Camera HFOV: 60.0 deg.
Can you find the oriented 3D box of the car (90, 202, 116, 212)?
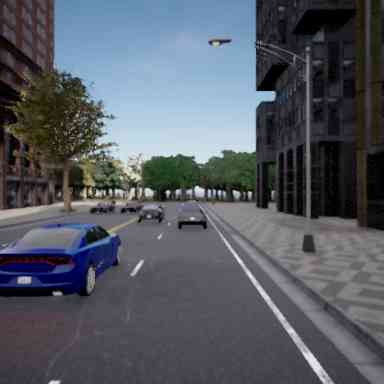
[{"bbox_3d":[-9.940,1.805,37.344,1.895,1.301,4.718,0,0,0],"label":"car"}]

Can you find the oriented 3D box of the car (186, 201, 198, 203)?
[{"bbox_3d":[-0.029,1.748,39.880,2.033,1.411,5.357,0,0,0],"label":"car"}]

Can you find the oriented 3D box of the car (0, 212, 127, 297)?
[{"bbox_3d":[-3.175,1.528,8.768,1.882,1.535,5.008,0,0,0],"label":"car"}]

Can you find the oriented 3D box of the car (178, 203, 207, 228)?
[{"bbox_3d":[0.026,1.685,23.448,1.994,1.385,4.181,0,0,0],"label":"car"}]

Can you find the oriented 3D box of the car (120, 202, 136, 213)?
[{"bbox_3d":[-6.692,1.799,36.945,1.895,1.301,4.718,0,0,0],"label":"car"}]

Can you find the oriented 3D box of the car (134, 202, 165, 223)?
[{"bbox_3d":[-3.223,1.671,27.206,1.812,1.442,4.674,0,0,0],"label":"car"}]
